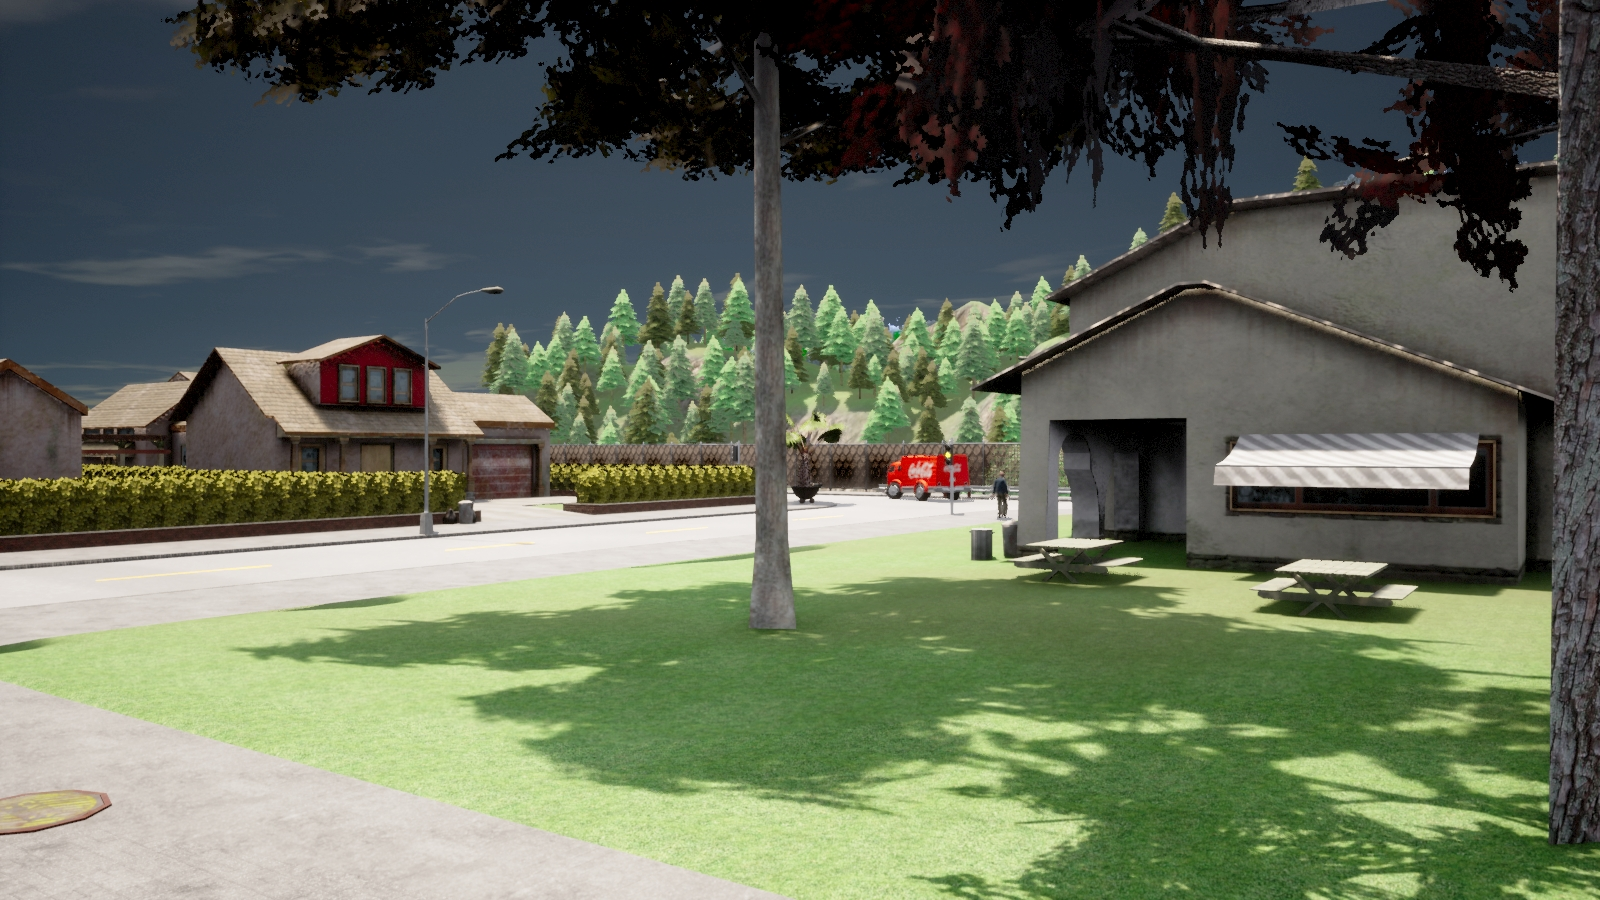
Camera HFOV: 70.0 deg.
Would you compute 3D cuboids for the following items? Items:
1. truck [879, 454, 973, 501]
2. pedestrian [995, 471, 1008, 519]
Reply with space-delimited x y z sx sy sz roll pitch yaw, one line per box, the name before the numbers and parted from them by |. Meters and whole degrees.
truck | 6.991 1.543 63.943 2.627 2.467 5.204 0 -2 -30
pedestrian | 7.815 1.737 44.308 0.375 1.860 0.375 0 0 35
